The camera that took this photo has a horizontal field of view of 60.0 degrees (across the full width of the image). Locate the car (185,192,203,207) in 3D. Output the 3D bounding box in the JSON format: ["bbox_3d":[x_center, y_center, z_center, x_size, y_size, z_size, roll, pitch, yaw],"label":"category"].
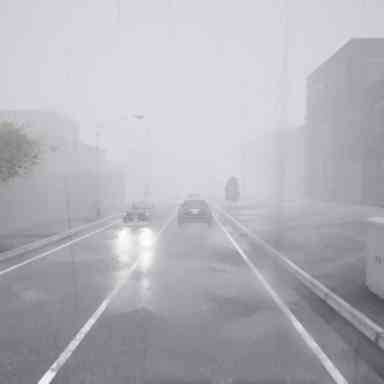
[{"bbox_3d":[0.246,0.892,42.308,2.097,1.767,4.553,0,1,0],"label":"car"}]

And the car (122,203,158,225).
[{"bbox_3d":[-3.515,1.430,23.047,1.895,1.301,4.718,0,1,0],"label":"car"}]

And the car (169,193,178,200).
[{"bbox_3d":[-3.244,0.797,63.862,1.994,1.385,4.181,0,1,1],"label":"car"}]

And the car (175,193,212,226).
[{"bbox_3d":[0.179,1.196,21.916,2.097,1.767,4.553,0,1,0],"label":"car"}]
